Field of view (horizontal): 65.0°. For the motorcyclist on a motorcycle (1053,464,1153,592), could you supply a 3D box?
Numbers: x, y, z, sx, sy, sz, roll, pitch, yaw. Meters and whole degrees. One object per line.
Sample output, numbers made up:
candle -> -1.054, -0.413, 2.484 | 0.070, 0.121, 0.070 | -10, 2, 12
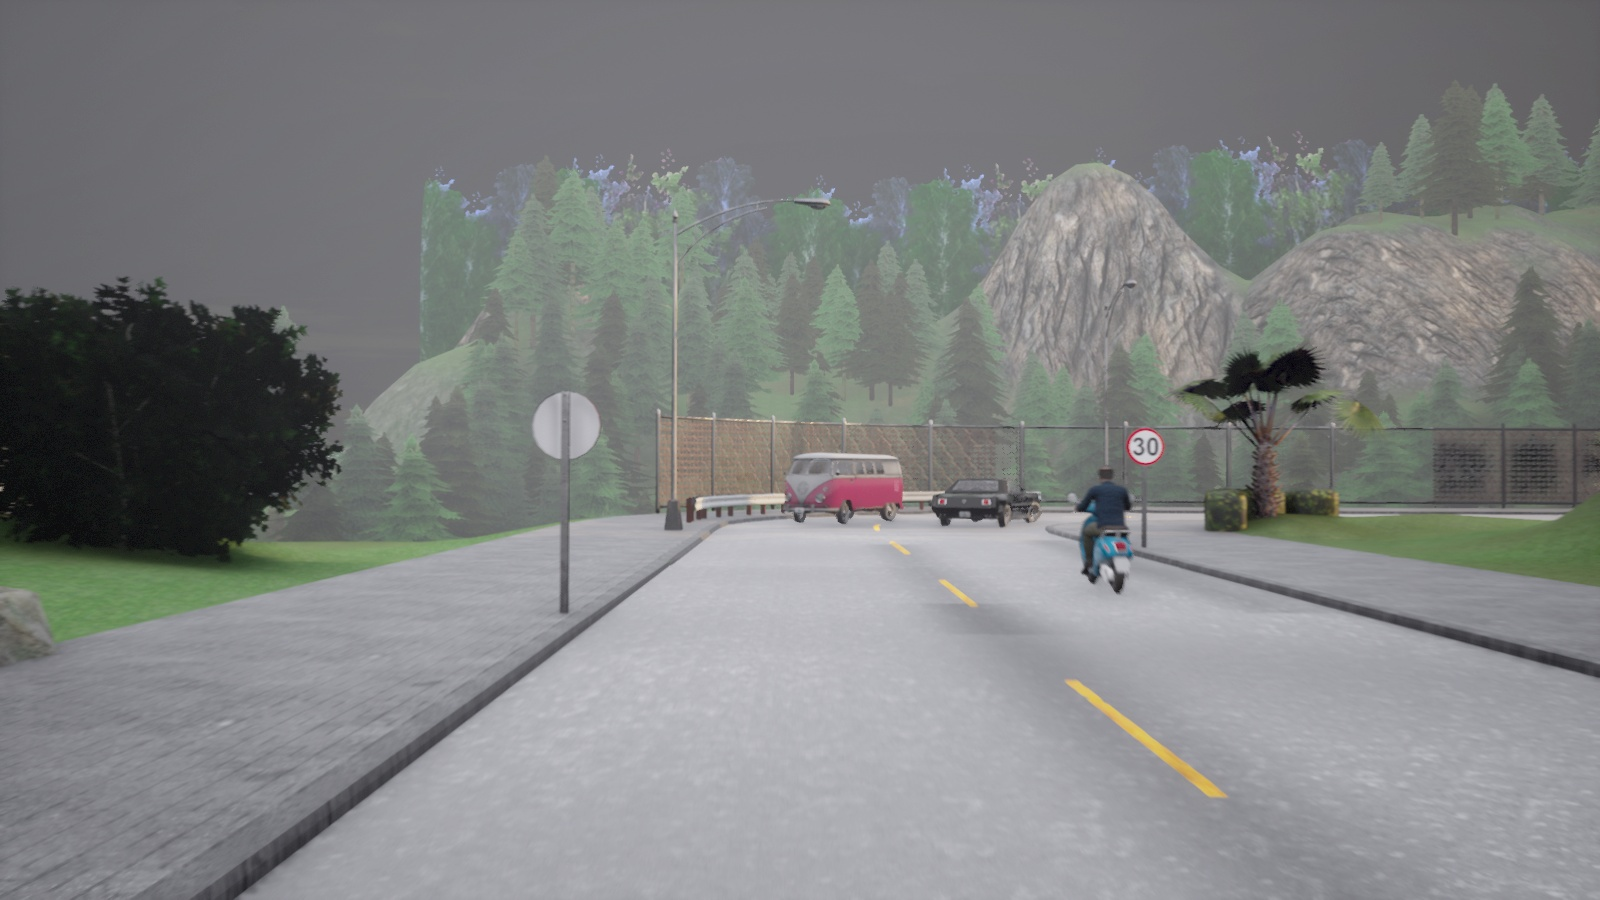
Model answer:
motorcyclist on a motorcycle -> 3.957, 0.981, 16.532 | 0.866, 1.590, 1.817 | 0, -1, 0

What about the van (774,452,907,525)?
van -> 1.249, 1.070, 36.288 | 1.775, 1.987, 4.442 | -1, -1, 33

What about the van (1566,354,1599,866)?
van -> 3.990, 0.586, 2.840 | 1.775, 1.987, 4.442 | 0, -1, 0

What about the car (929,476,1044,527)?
car -> 5.318, 1.387, 35.255 | 1.895, 1.301, 4.718 | -1, -1, 26
